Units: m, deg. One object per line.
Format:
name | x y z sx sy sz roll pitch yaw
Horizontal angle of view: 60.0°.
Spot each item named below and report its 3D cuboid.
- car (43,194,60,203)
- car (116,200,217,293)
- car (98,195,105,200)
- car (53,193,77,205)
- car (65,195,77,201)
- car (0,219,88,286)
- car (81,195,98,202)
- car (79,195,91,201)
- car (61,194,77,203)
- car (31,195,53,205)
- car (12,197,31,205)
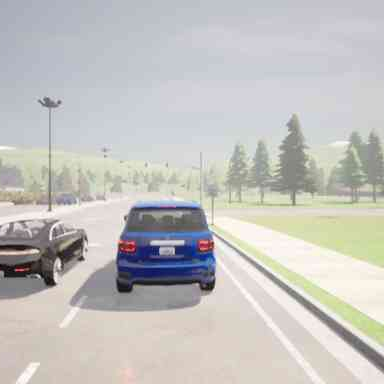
car | -29.543 1.325 70.092 2.097 1.767 4.553 0 0 -5
car | -0.710 1.218 9.061 2.150 2.045 5.566 0 0 -5
car | -24.042 1.467 87.200 1.812 1.442 4.674 0 0 -5
car | -21.405 1.197 56.919 2.150 2.045 5.566 0 0 -5
car | -30.880 1.462 85.075 1.837 1.490 4.892 0 0 -5
car | -4.245 1.487 9.297 2.128 1.511 4.902 0 0 -5
car | -22.734 1.495 72.546 2.128 1.511 4.902 0 0 -5
car | -27.401 1.461 85.463 1.837 1.490 4.892 0 0 -5
car | -26.071 1.325 70.565 2.097 1.767 4.553 0 0 -5
car | -24.869 1.328 56.371 2.097 1.767 4.553 0 0 -5
car | -28.340 1.576 55.961 1.895 1.301 4.718 0 0 -5
